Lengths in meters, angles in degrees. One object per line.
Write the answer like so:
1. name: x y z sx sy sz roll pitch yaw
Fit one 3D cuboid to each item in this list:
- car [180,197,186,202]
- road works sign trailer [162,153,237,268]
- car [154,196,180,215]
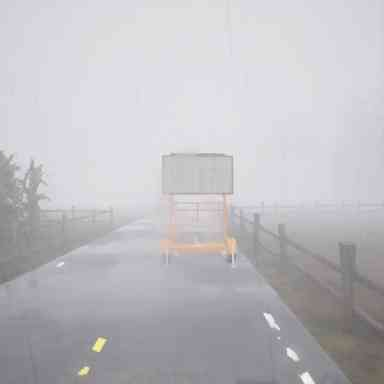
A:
1. car: -2.629 2.009 86.544 2.128 1.511 4.902 0 0 0
2. road works sign trailer: 0.189 0.485 11.375 2.380 3.560 2.880 0 0 -2
3. car: -2.800 1.414 36.203 2.150 2.045 5.566 0 -1 0
